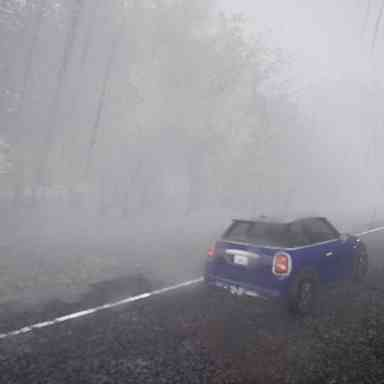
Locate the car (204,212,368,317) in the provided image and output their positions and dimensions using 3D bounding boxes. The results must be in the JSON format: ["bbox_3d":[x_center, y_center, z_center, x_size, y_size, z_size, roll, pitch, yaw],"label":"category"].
[{"bbox_3d":[2.375,1.278,7.681,2.097,1.767,4.553,2,1,43],"label":"car"}]
